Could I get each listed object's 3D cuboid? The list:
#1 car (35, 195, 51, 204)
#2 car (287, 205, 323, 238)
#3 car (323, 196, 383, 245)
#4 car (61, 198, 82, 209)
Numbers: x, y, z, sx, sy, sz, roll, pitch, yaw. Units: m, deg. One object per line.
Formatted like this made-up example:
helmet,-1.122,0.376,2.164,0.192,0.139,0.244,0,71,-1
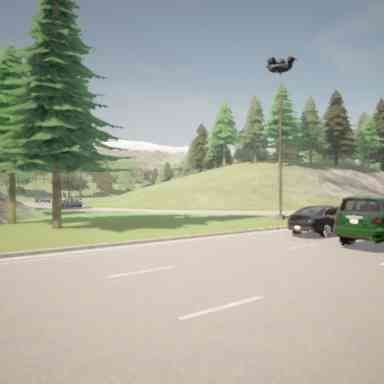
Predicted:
car,-25.822,1.301,57.552,2.033,1.411,5.357,0,0,-34
car,7.034,1.452,17.371,4.892,1.490,1.837,0,0,-35
car,8.197,1.172,13.901,5.566,2.045,2.150,0,0,-35
car,-15.994,1.520,43.727,1.994,1.385,4.181,0,0,-39
